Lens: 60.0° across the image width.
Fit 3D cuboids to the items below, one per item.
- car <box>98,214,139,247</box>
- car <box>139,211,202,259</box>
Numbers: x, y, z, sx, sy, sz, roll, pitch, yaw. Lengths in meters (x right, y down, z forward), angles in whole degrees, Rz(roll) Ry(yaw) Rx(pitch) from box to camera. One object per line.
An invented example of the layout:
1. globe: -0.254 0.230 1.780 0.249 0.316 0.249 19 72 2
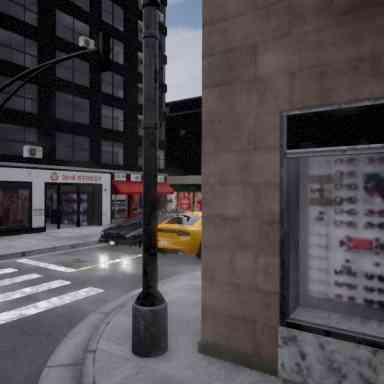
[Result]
1. car: -1.586 1.563 14.929 2.033 1.411 5.357 0 0 34
2. car: 0.465 1.501 12.864 1.882 1.535 5.008 0 0 33
